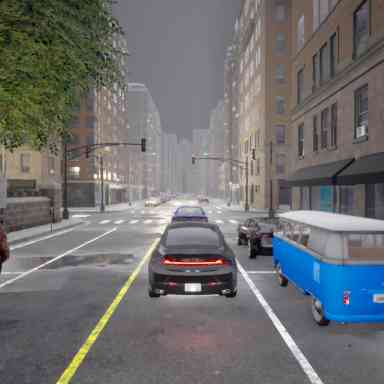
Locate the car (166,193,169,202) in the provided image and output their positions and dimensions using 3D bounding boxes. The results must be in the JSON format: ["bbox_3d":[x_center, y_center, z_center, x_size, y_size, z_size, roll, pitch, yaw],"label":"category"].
[{"bbox_3d":[-6.185,1.514,66.716,1.887,1.381,4.507,0,0,0],"label":"car"}]

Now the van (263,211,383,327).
[{"bbox_3d":[2.808,1.340,6.783,1.690,1.788,3.998,0,0,0],"label":"van"}]

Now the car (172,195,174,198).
[{"bbox_3d":[-6.313,1.289,83.068,2.192,1.841,5.009,0,0,0],"label":"car"}]

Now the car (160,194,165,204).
[{"bbox_3d":[-6.099,1.521,55.814,2.008,1.369,4.403,0,0,0],"label":"car"}]

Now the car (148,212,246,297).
[{"bbox_3d":[0.009,1.503,8.525,1.837,1.490,4.892,0,0,0],"label":"car"}]

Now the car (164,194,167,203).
[{"bbox_3d":[-6.142,1.514,61.265,1.887,1.381,4.507,0,0,0],"label":"car"}]

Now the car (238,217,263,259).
[{"bbox_3d":[2.765,1.563,12.443,1.947,1.339,4.313,0,0,0],"label":"car"}]

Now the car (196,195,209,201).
[{"bbox_3d":[2.339,1.409,66.818,1.967,1.590,4.097,0,0,0],"label":"car"}]

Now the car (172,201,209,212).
[{"bbox_3d":[-0.103,1.472,18.020,1.882,1.535,5.008,0,0,0],"label":"car"}]

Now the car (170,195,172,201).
[{"bbox_3d":[-6.270,1.522,77.617,2.008,1.369,4.403,0,0,0],"label":"car"}]

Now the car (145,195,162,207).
[{"bbox_3d":[-6.056,1.498,50.194,1.752,1.417,4.829,0,0,0],"label":"car"}]

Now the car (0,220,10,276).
[{"bbox_3d":[-5.716,1.314,6.676,2.192,1.841,5.009,0,0,0],"label":"car"}]
